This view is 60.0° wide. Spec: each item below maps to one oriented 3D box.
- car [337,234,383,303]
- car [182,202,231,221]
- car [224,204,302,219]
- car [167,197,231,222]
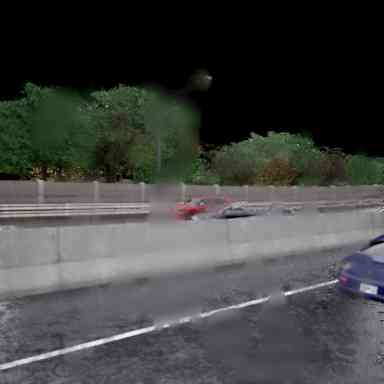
[{"bbox_3d":[5.068,1.613,7.352,4.674,1.442,1.812,1,0,-35],"label":"car"},{"bbox_3d":[2.134,1.639,22.695,4.902,1.511,2.128,1,0,-35],"label":"car"},{"bbox_3d":[4.679,1.645,20.209,4.902,1.511,2.128,1,0,-35],"label":"car"},{"bbox_3d":[0.754,1.376,26.007,5.566,2.045,2.150,1,0,-35],"label":"car"}]
